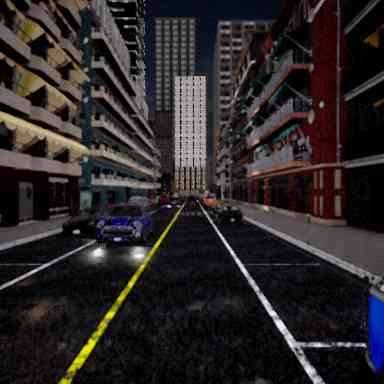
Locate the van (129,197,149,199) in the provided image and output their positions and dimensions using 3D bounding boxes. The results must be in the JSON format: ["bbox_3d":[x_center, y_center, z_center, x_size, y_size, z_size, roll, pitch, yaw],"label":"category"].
[{"bbox_3d":[-5.704,1.399,35.171,1.690,1.788,3.998,-1,0,0],"label":"van"}]

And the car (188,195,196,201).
[{"bbox_3d":[-0.009,1.451,85.944,1.882,1.535,5.008,0,0,0],"label":"car"}]

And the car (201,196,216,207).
[{"bbox_3d":[2.995,1.446,55.025,2.097,1.767,4.553,0,0,0],"label":"car"}]

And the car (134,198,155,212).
[{"bbox_3d":[-5.704,1.508,40.694,1.967,1.590,4.097,-1,0,0],"label":"car"}]

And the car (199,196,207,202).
[{"bbox_3d":[2.675,1.670,79.514,1.752,1.417,4.829,-1,0,0],"label":"car"}]

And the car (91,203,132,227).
[{"bbox_3d":[-5.701,1.583,24.123,1.887,1.381,4.507,0,0,0],"label":"car"}]

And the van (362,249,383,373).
[{"bbox_3d":[2.680,1.345,2.018,1.690,1.788,3.998,-1,0,0],"label":"van"}]

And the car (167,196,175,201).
[{"bbox_3d":[-5.707,1.750,90.405,1.802,1.307,4.206,-1,0,0],"label":"car"}]

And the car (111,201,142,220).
[{"bbox_3d":[-5.702,1.593,29.647,1.887,1.381,4.507,0,0,0],"label":"car"}]

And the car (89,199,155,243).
[{"bbox_3d":[-3.102,1.377,16.076,2.097,1.767,4.553,0,0,0],"label":"car"}]

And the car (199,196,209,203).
[{"bbox_3d":[2.675,1.684,73.821,2.008,1.369,4.403,-1,0,0],"label":"car"}]

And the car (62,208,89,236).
[{"bbox_3d":[-5.700,1.595,18.599,1.947,1.339,4.313,0,0,0],"label":"car"}]

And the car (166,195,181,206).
[{"bbox_3d":[-3.058,1.626,57.741,1.812,1.442,4.674,0,0,0],"label":"car"}]

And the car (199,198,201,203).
[{"bbox_3d":[2.676,1.666,68.298,1.887,1.381,4.507,-1,0,0],"label":"car"}]

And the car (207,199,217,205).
[{"bbox_3d":[2.679,1.599,29.634,2.008,1.369,4.403,-1,0,0],"label":"car"}]

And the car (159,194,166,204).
[{"bbox_3d":[-5.708,1.437,68.311,2.192,1.841,5.009,-1,0,0],"label":"car"}]

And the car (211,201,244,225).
[{"bbox_3d":[2.680,1.590,24.110,2.008,1.369,4.403,-1,0,0],"label":"car"}]

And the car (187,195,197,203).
[{"bbox_3d":[-0.007,1.498,68.994,1.837,1.490,4.892,0,0,0],"label":"car"}]
